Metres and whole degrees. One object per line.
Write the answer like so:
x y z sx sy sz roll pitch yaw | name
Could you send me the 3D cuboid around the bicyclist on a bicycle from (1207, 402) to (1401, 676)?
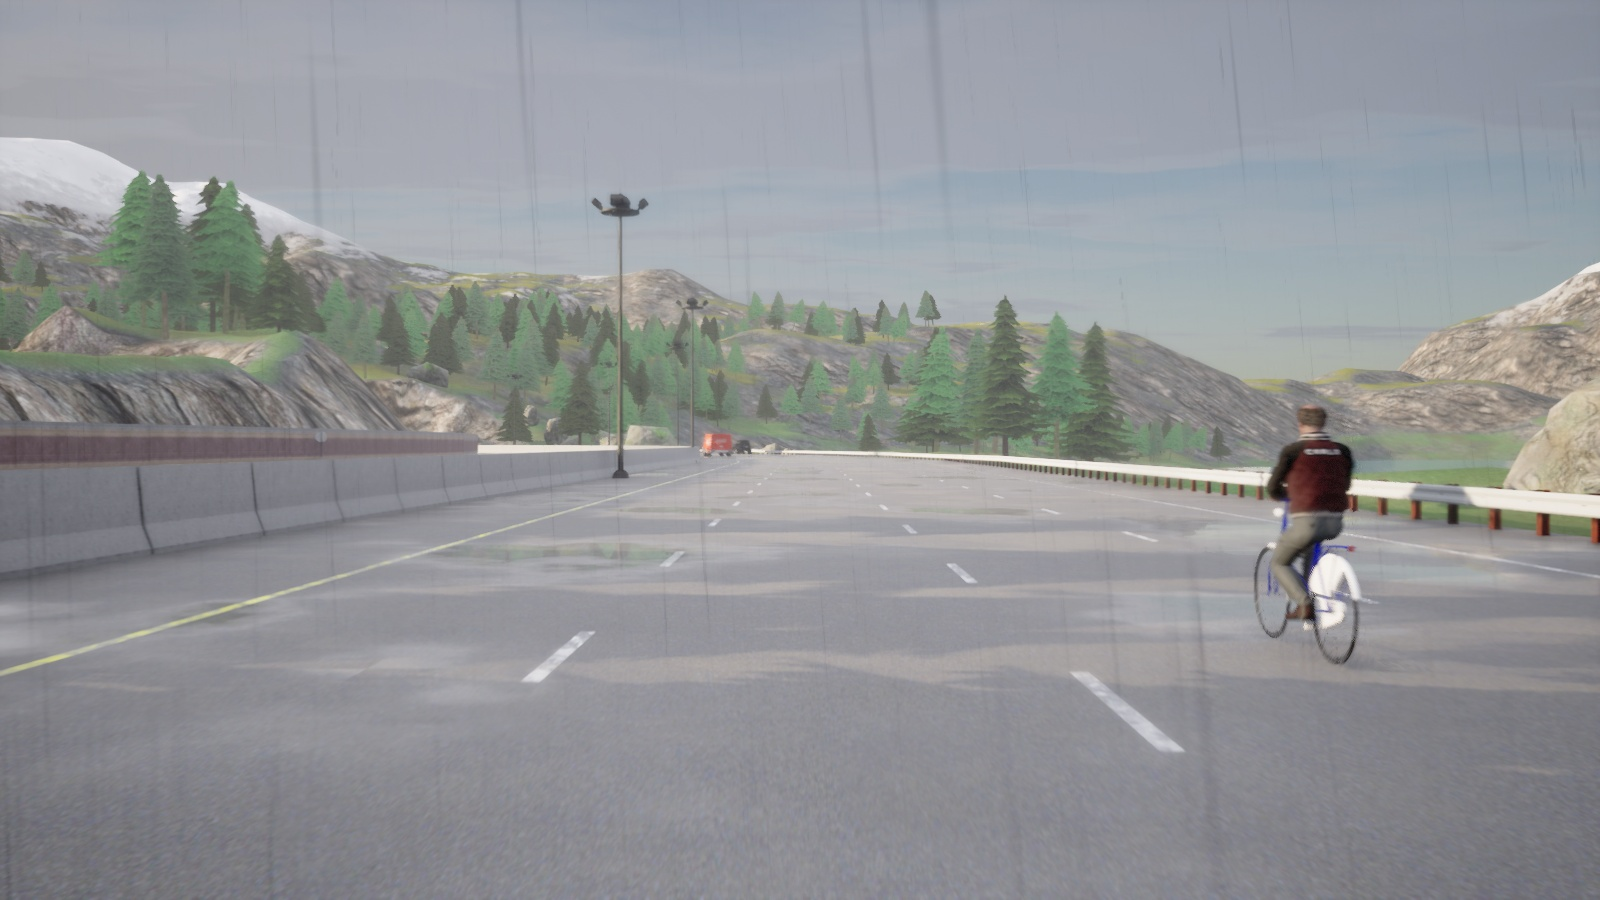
3.567 0.569 9.066 0.659 1.776 1.843 0 1 0 | bicyclist on a bicycle
